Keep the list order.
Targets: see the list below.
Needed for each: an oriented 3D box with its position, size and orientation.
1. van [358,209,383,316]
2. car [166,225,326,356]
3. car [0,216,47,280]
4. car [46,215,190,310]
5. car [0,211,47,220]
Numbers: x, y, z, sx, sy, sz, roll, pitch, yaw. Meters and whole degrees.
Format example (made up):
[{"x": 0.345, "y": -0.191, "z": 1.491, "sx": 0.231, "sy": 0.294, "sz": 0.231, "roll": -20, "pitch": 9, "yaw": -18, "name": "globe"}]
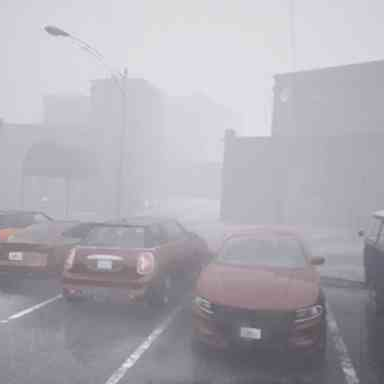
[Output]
[{"x": 3.809, "y": 1.244, "z": 4.875, "sx": 1.878, "sy": 1.987, "sz": 4.442, "roll": 0, "pitch": -1, "yaw": 16, "name": "van"}, {"x": 1.385, "y": 1.487, "z": 6.471, "sx": 2.097, "sy": 1.535, "sz": 5.008, "roll": 0, "pitch": -1, "yaw": 16, "name": "car"}, {"x": -3.422, "y": 1.557, "z": 9.913, "sx": 2.163, "sy": 1.488, "sz": 4.792, "roll": 0, "pitch": -1, "yaw": 15, "name": "car"}, {"x": -1.035, "y": 1.381, "z": 8.149, "sx": 2.185, "sy": 1.767, "sz": 4.553, "roll": 0, "pitch": -1, "yaw": 15, "name": "car"}, {"x": -5.845, "y": 1.421, "z": 11.565, "sx": 2.185, "sy": 1.767, "sz": 4.553, "roll": 0, "pitch": -1, "yaw": 15, "name": "car"}]
